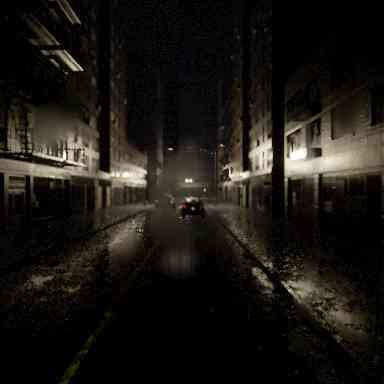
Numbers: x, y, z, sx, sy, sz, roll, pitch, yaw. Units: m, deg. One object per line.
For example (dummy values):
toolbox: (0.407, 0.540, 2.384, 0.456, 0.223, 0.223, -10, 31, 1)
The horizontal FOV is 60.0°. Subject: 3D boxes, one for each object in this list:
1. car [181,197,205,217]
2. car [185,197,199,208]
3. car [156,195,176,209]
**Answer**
car: (0.085, 1.352, 29.115, 2.163, 1.488, 4.792, 0, 0, 0)
car: (0.031, 1.377, 45.768, 1.895, 1.301, 4.718, 0, 0, 0)
car: (-3.105, 1.152, 40.339, 2.097, 1.767, 4.553, 0, 0, 0)
